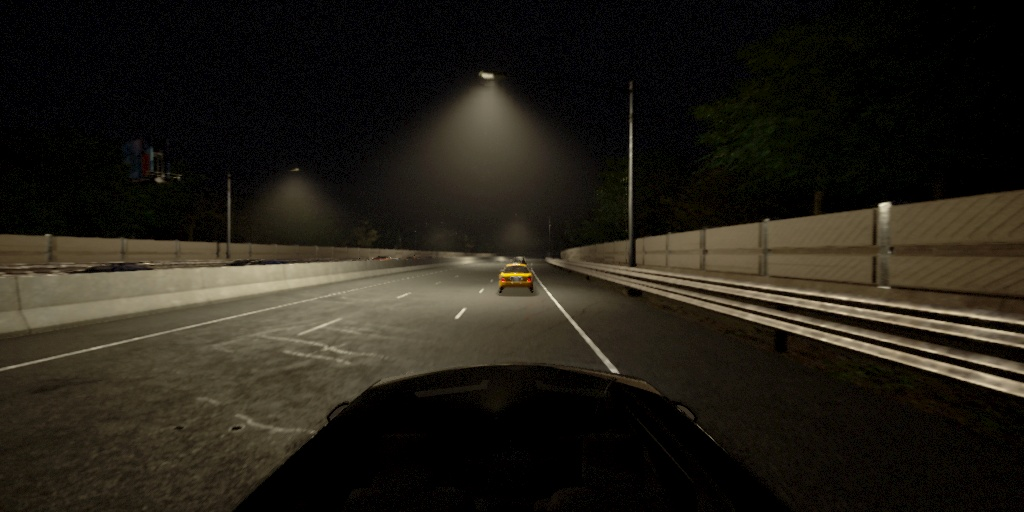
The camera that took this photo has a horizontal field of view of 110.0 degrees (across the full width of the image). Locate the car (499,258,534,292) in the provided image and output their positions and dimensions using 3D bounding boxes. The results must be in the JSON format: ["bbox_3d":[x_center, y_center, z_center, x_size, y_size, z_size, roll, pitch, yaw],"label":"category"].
[{"bbox_3d":[0.242,1.081,19.955,1.801,1.575,5.366,0,0,1],"label":"car"}]

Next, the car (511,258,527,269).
[{"bbox_3d":[1.059,1.003,50.429,2.128,1.511,4.902,0,0,3],"label":"car"}]

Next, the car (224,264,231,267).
[{"bbox_3d":[-20.784,1.045,28.113,1.837,1.490,4.892,0,0,2],"label":"car"}]

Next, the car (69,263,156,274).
[{"bbox_3d":[-24.409,1.126,22.064,1.994,1.385,4.181,0,0,1],"label":"car"}]

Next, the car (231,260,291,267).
[{"bbox_3d":[-17.340,1.082,25.897,1.812,1.442,4.674,0,0,2],"label":"car"}]
